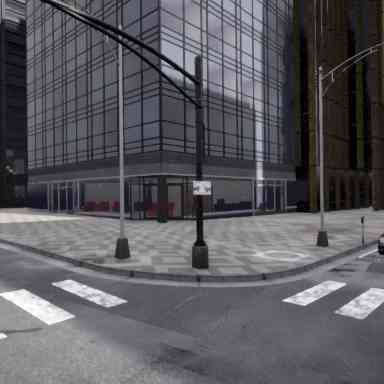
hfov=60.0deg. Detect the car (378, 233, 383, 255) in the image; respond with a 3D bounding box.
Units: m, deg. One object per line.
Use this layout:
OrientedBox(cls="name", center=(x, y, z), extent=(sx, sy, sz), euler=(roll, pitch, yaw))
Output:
OrientedBox(cls="car", center=(8.617, 1.703, 12.988), extent=(1.802, 1.307, 4.206), euler=(-2, -1, 43))
